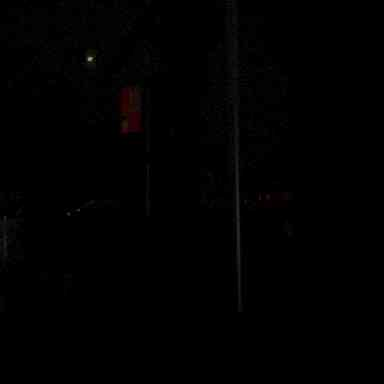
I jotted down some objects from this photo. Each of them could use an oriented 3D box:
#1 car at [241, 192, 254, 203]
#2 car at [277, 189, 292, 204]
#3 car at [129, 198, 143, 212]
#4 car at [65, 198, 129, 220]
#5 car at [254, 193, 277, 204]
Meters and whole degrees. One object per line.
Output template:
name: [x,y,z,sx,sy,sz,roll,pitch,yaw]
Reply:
car: [9.015,0.847,48.267,2.033,1.411,5.357,-1,0,36]
car: [13.131,0.697,42.706,1.882,1.535,5.008,-1,0,36]
car: [-6.696,1.270,31.805,1.994,1.385,4.181,-1,0,35]
car: [-7.325,1.247,25.286,1.812,1.442,4.674,-1,0,35]
car: [10.577,0.800,44.716,1.812,1.442,4.674,-1,0,36]
